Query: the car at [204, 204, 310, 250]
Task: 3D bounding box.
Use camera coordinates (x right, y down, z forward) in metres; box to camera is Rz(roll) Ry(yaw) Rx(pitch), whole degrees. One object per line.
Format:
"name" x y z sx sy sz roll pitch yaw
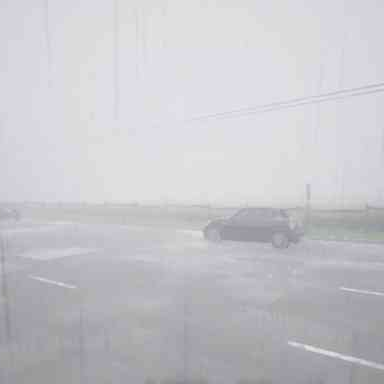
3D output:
"car" 2.762 1.409 14.905 4.553 1.767 2.097 -1 0 36

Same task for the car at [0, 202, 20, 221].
"car" -17.002 1.636 28.993 4.553 1.767 2.097 -1 0 35
